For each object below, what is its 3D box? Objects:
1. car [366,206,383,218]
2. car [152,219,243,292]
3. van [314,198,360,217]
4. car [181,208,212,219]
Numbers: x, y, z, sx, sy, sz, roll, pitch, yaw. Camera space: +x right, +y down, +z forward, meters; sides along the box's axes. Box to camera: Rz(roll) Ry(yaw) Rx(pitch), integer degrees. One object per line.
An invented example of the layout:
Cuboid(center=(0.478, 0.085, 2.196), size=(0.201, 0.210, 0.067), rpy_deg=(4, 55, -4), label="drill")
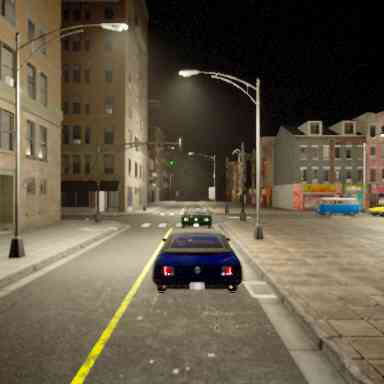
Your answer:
Cuboid(center=(19.249, 1.664, 31.726), size=(4.829, 1.417, 1.752), rpy_deg=(0, 0, 0), label="car")
Cuboid(center=(0.116, 1.643, 9.007), size=(1.895, 1.301, 4.718), rpy_deg=(0, 0, 0), label="car")
Cuboid(center=(13.807, 1.484, 31.747), size=(3.998, 1.788, 1.690), rpy_deg=(0, 0, 0), label="van")
Cuboid(center=(0.416, 1.703, 22.224), size=(1.895, 1.301, 4.718), rpy_deg=(0, 0, 4), label="car")
